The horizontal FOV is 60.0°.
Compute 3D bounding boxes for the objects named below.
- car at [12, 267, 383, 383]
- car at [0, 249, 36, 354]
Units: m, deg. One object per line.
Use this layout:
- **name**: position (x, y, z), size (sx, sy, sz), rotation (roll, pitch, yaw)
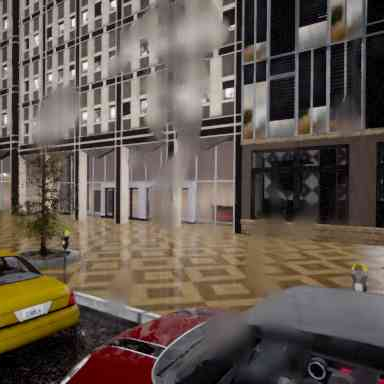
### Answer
- **car**: position (0.822, 1.440, 2.278), size (4.097, 1.590, 1.967), rotation (0, 1, 36)
- **car**: position (-3.943, 1.524, 5.678), size (4.829, 1.417, 1.752), rotation (0, 1, 36)
